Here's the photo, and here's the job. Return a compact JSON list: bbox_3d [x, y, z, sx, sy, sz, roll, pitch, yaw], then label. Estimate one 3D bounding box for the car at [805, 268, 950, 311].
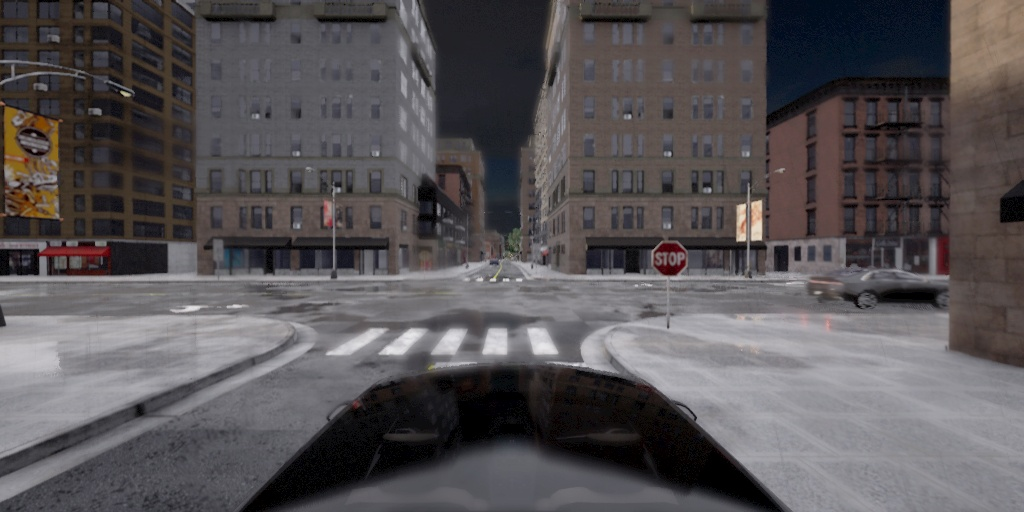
[{"bbox_3d":[14.142,1.219,13.773,4.902,1.511,2.128,0,0,-1],"label":"car"}]
